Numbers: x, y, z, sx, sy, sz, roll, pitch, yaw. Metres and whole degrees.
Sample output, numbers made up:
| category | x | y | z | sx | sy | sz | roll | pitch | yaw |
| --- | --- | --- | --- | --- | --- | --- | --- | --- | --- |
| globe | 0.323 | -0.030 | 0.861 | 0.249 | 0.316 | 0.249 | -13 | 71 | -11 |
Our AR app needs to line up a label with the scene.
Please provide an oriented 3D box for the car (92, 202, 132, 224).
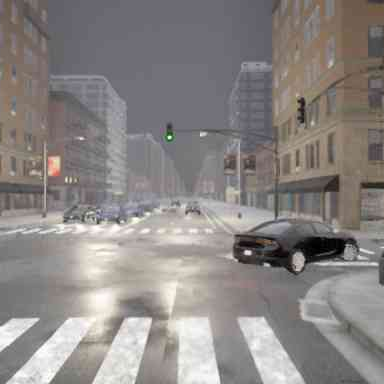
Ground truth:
| category | x | y | z | sx | sy | sz | roll | pitch | yaw |
| --- | --- | --- | --- | --- | --- | --- | --- | --- | --- |
| car | -6.576 | 1.861 | 27.839 | 1.812 | 1.442 | 4.674 | 0 | -1 | 0 |

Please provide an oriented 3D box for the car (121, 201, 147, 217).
| category | x | y | z | sx | sy | sz | roll | pitch | yaw |
| --- | --- | --- | --- | --- | --- | --- | --- | --- | --- |
| car | -6.563 | 1.969 | 36.941 | 1.812 | 1.442 | 4.674 | 0 | -1 | 0 |

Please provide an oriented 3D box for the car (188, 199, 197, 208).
| category | x | y | z | sx | sy | sz | roll | pitch | yaw |
| --- | --- | --- | --- | --- | --- | --- | --- | --- | --- |
| car | 0.091 | 2.269 | 66.682 | 1.882 | 1.535 | 5.008 | 0 | -1 | 0 |

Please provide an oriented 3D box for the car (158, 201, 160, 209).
| category | x | y | z | sx | sy | sz | roll | pitch | yaw |
| --- | --- | --- | --- | --- | --- | --- | --- | --- | --- |
| car | -6.482 | 2.186 | 57.263 | 1.837 | 1.490 | 4.892 | 0 | -1 | 0 |

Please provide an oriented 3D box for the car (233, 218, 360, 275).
| category | x | y | z | sx | sy | sz | roll | pitch | yaw |
| --- | --- | --- | --- | --- | --- | --- | --- | --- | --- |
| car | 3.579 | 1.617 | 11.093 | 5.008 | 1.535 | 1.882 | 1 | -3 | -38 |

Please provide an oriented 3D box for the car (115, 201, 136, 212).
| category | x | y | z | sx | sy | sz | roll | pitch | yaw |
| --- | --- | --- | --- | --- | --- | --- | --- | --- | --- |
| car | -9.734 | 2.075 | 48.924 | 2.128 | 1.511 | 4.902 | 0 | -1 | 0 |

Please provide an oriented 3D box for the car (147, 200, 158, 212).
| category | x | y | z | sx | sy | sz | roll | pitch | yaw |
| --- | --- | --- | --- | --- | --- | --- | --- | --- | --- |
| car | -6.485 | 2.110 | 47.090 | 2.033 | 1.411 | 5.357 | 0 | -1 | 0 |

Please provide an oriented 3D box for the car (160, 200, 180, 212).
| category | x | y | z | sx | sy | sz | roll | pitch | yaw |
| --- | --- | --- | --- | --- | --- | --- | --- | --- | --- |
| car | -3.135 | 2.169 | 47.652 | 1.895 | 1.301 | 4.718 | 0 | -1 | 0 |

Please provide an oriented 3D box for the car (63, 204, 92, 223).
| category | x | y | z | sx | sy | sz | roll | pitch | yaw |
| --- | --- | --- | --- | --- | --- | --- | --- | --- | --- |
| car | -9.835 | 1.861 | 29.508 | 1.837 | 1.490 | 4.892 | 0 | -1 | 0 |

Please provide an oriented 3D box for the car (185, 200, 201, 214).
| category | x | y | z | sx | sy | sz | roll | pitch | yaw |
| --- | --- | --- | --- | --- | --- | --- | --- | --- | --- |
| car | 0.113 | 2.050 | 42.060 | 2.033 | 1.411 | 5.357 | 0 | -1 | 0 |
